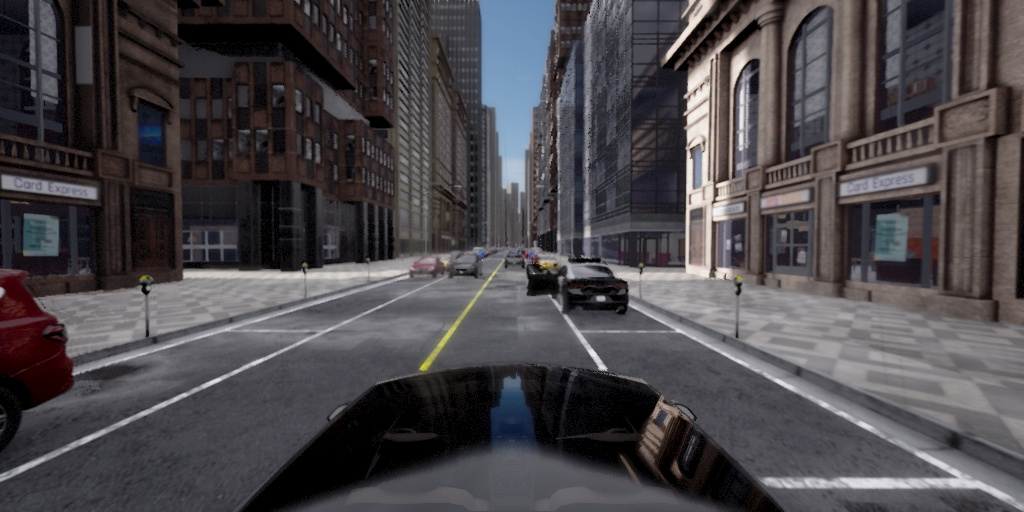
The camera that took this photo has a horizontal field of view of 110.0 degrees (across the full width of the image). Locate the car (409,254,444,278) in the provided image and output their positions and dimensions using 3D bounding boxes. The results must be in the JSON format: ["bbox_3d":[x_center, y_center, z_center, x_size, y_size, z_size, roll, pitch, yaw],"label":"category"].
[{"bbox_3d":[-5.615,0.697,24.197,1.802,1.307,4.207,0,0,0],"label":"car"}]

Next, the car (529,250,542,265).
[{"bbox_3d":[2.985,0.354,35.349,1.888,1.381,4.507,0,0,0],"label":"car"}]

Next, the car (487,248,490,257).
[{"bbox_3d":[-5.355,-0.400,63.394,1.802,1.307,4.207,0,0,0],"label":"car"}]

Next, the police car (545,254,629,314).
[{"bbox_3d":[2.436,0.878,12.322,1.930,1.638,5.238,0,2,0],"label":"police car"}]

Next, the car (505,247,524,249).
[{"bbox_3d":[0.355,-0.090,49.700,1.837,1.490,4.892,0,2,1],"label":"car"}]

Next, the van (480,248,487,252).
[{"bbox_3d":[-5.392,-0.485,57.795,1.690,1.789,3.998,0,0,0],"label":"van"}]

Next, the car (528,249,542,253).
[{"bbox_3d":[3.022,0.197,40.948,1.888,1.381,4.507,0,0,0],"label":"car"}]

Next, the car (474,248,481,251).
[{"bbox_3d":[-5.466,0.033,46.596,1.888,1.381,4.507,0,0,0],"label":"car"}]

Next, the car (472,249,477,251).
[{"bbox_3d":[-5.503,0.190,40.996,1.888,1.381,4.507,0,0,0],"label":"car"}]

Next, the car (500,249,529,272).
[{"bbox_3d":[0.250,0.334,34.064,2.128,1.511,4.902,0,2,1],"label":"car"}]

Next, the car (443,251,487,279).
[{"bbox_3d":[-2.953,0.640,23.528,1.837,1.490,4.892,0,2,0],"label":"car"}]

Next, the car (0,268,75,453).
[{"bbox_3d":[-5.763,1.058,1.800,2.192,1.841,5.009,0,0,0],"label":"car"}]

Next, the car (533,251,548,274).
[{"bbox_3d":[2.949,0.491,29.919,1.751,1.417,4.829,0,0,0],"label":"car"}]
